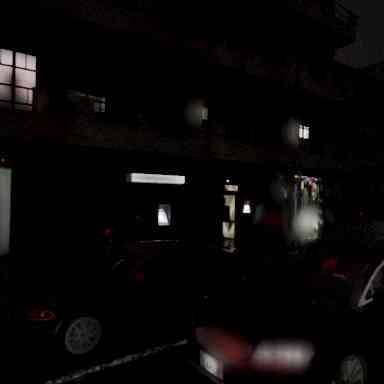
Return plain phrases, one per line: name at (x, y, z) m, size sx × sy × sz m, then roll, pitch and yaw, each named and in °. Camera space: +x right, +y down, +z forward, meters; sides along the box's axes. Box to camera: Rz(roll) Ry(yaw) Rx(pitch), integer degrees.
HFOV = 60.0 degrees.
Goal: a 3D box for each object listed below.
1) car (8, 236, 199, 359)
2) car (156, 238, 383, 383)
car at (-0.761, 1.550, 6.006) m, size 4.507 × 1.381 × 1.887 m, roll 0°, pitch 1°, yaw -36°
car at (2.188, 1.500, 4.828) m, size 4.902 × 1.511 × 2.128 m, roll 0°, pitch 0°, yaw -36°
